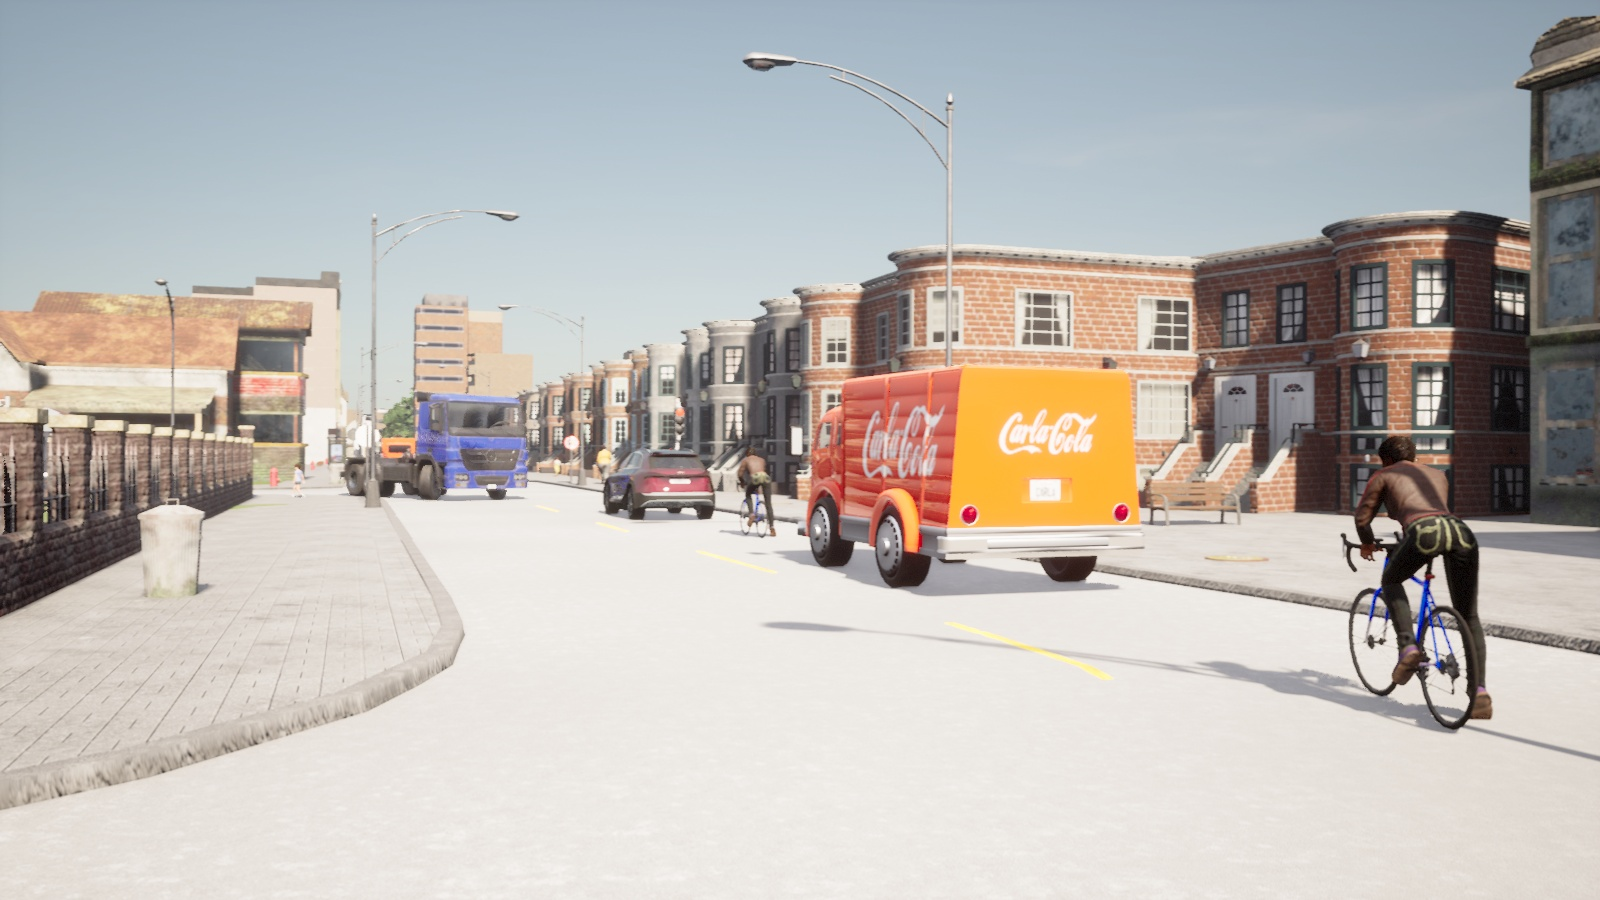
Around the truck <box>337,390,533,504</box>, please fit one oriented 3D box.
[{"bbox_3d":[-12.329,-0.075,41.928,2.891,3.462,7.936,1,-1,-44],"label":"truck"}]

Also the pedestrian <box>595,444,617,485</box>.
[{"bbox_3d":[-8.848,0.674,57.216,0.874,1.855,0.900,0,0,-18],"label":"pedestrian"}]

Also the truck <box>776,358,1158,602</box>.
[{"bbox_3d":[1.769,0.315,15.609,2.627,2.467,5.204,0,0,-19],"label":"truck"}]

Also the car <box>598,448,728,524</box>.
[{"bbox_3d":[-3.375,0.789,29.993,2.033,1.649,4.856,0,0,-19],"label":"car"}]

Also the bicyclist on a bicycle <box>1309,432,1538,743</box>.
[{"bbox_3d":[3.587,0.724,7.382,0.582,1.620,1.656,0,-1,3],"label":"bicyclist on a bicycle"}]

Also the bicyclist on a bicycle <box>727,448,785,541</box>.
[{"bbox_3d":[-0.818,0.783,22.806,0.582,1.620,1.656,0,-1,-20],"label":"bicyclist on a bicycle"}]

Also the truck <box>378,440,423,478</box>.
[{"bbox_3d":[-26.260,0.581,82.483,2.627,2.467,5.204,0,0,-20],"label":"truck"}]

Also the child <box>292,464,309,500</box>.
[{"bbox_3d":[-15.355,0.986,38.602,0.394,1.110,0.255,0,0,2],"label":"child"}]
